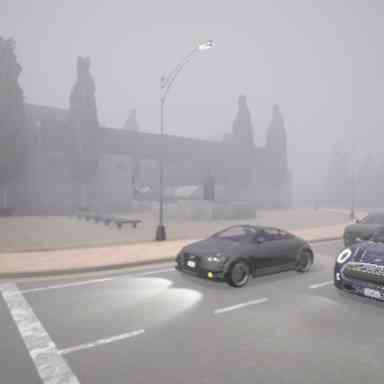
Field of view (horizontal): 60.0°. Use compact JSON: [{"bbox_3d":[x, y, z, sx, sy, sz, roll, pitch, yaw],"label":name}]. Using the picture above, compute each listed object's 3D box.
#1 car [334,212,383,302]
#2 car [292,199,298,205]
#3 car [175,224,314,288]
[{"bbox_3d":[5.407,1.454,7.983,4.553,1.767,2.097,1,-1,-37],"label":"car"},{"bbox_3d":[23.495,2.297,80.441,1.812,1.442,4.674,1,-1,-35],"label":"car"},{"bbox_3d":[1.601,1.645,9.533,4.181,1.385,1.994,1,-1,-36],"label":"car"}]
